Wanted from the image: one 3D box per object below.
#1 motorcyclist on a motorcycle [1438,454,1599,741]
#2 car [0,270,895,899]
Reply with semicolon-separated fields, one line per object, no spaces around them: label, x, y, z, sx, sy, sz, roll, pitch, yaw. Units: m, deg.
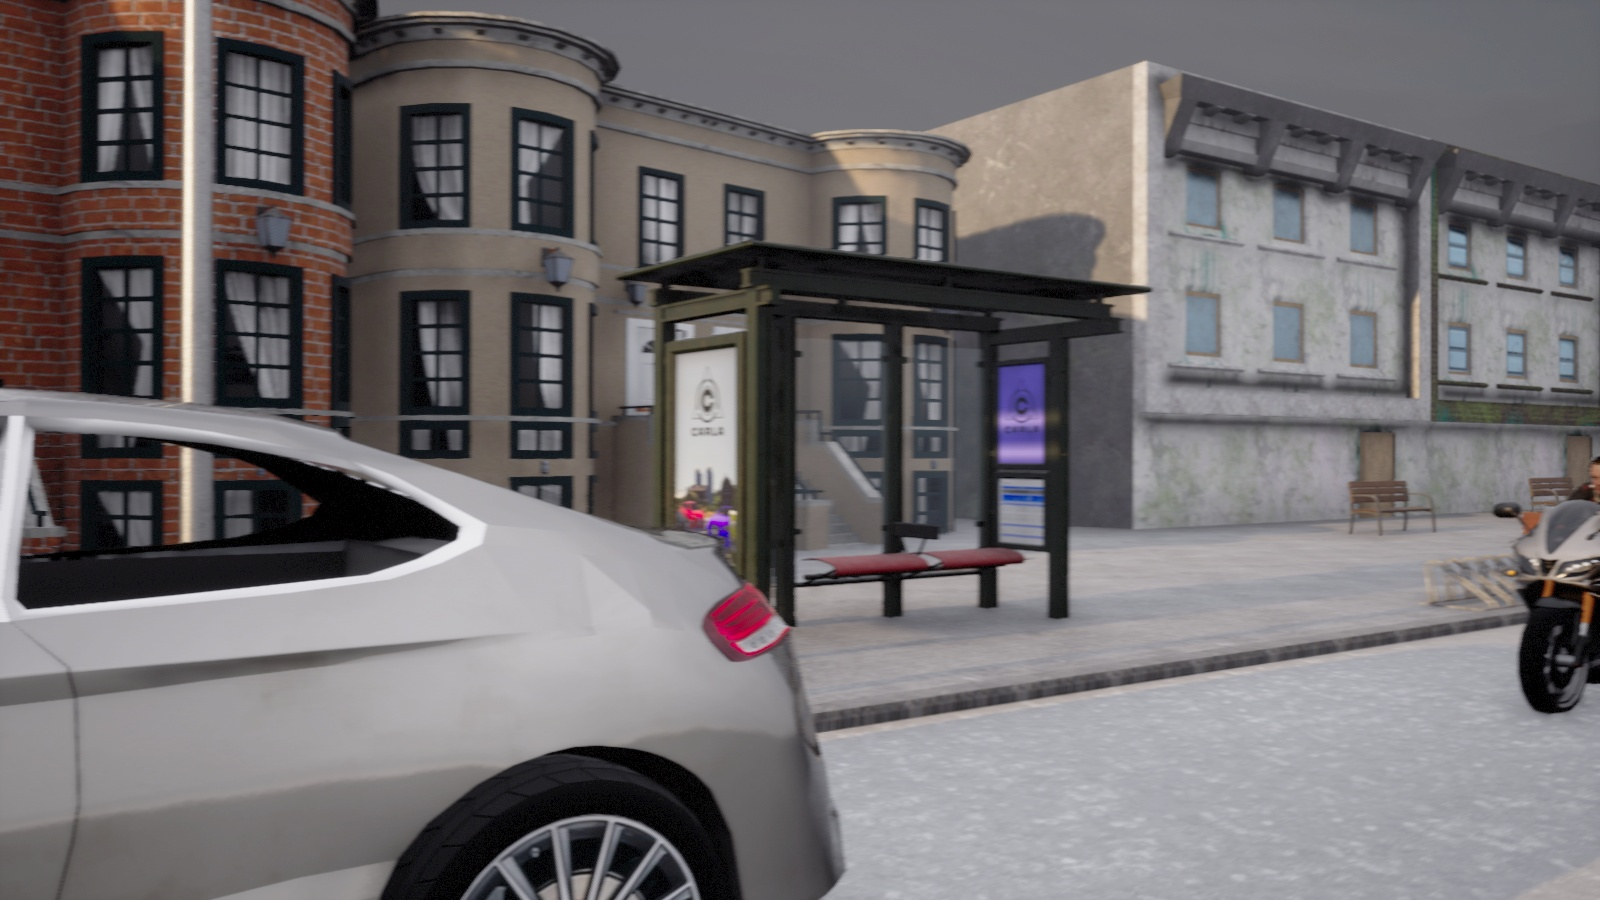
motorcyclist on a motorcycle;4.919;0.789;7.692;2.191;1.530;0.866;0;0;-35
car;-2.438;0.535;2.573;5.027;1.651;2.152;0;0;-35
